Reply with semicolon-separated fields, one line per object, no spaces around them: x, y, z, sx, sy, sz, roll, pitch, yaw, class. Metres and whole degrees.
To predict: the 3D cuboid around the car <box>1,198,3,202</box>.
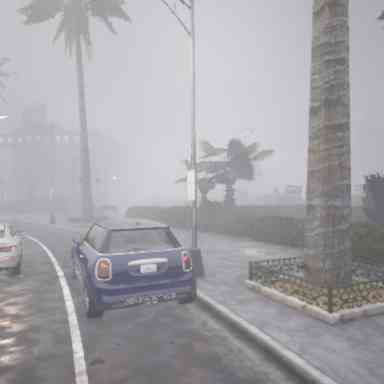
-36.410;2.266;65.828;4.674;1.452;2.002;-1;0;5;car

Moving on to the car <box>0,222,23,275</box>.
-6.359;1.664;10.346;1.812;1.442;4.674;0;-1;-28;car

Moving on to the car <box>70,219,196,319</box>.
-1.664;1.426;7.957;2.097;1.767;4.553;0;0;-24;car
